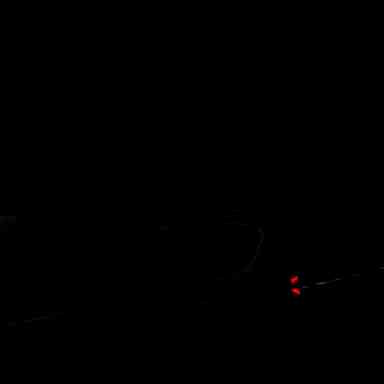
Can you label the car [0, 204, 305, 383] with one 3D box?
[{"bbox_3d":[-1.387,1.183,3.105,5.566,2.045,2.150,0,1,-32],"label":"car"}]
